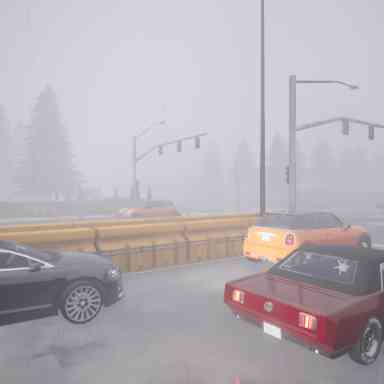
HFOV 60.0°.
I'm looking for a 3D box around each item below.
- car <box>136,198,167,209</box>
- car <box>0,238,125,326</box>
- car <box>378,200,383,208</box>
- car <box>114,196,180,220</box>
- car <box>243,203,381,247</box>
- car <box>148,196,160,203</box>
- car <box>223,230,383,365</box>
[{"bbox_3d":[-5.681,1.547,45.923,2.033,1.411,5.357,0,0,-36],"label":"car"},{"bbox_3d":[-3.560,1.492,5.498,4.902,1.511,2.128,0,0,-36],"label":"car"},{"bbox_3d":[26.720,1.547,44.591,5.357,1.411,2.033,0,0,-36],"label":"car"},{"bbox_3d":[-3.094,1.351,23.308,4.553,1.767,2.097,0,0,-38],"label":"car"},{"bbox_3d":[3.854,1.352,10.803,4.553,1.767,2.097,0,0,-36],"label":"car"},{"bbox_3d":[-7.972,1.514,70.211,2.033,1.411,5.357,0,0,-2],"label":"car"},{"bbox_3d":[2.904,1.601,5.823,4.718,1.301,1.895,0,0,-36],"label":"car"}]
